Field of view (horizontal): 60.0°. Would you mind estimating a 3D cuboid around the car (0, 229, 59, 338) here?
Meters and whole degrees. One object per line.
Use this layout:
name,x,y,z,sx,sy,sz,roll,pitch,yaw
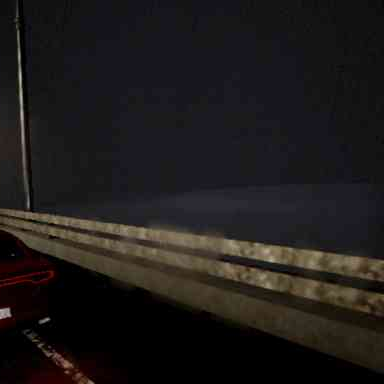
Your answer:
car,-4.153,1.391,5.977,1.882,1.535,5.008,-4,3,-44
